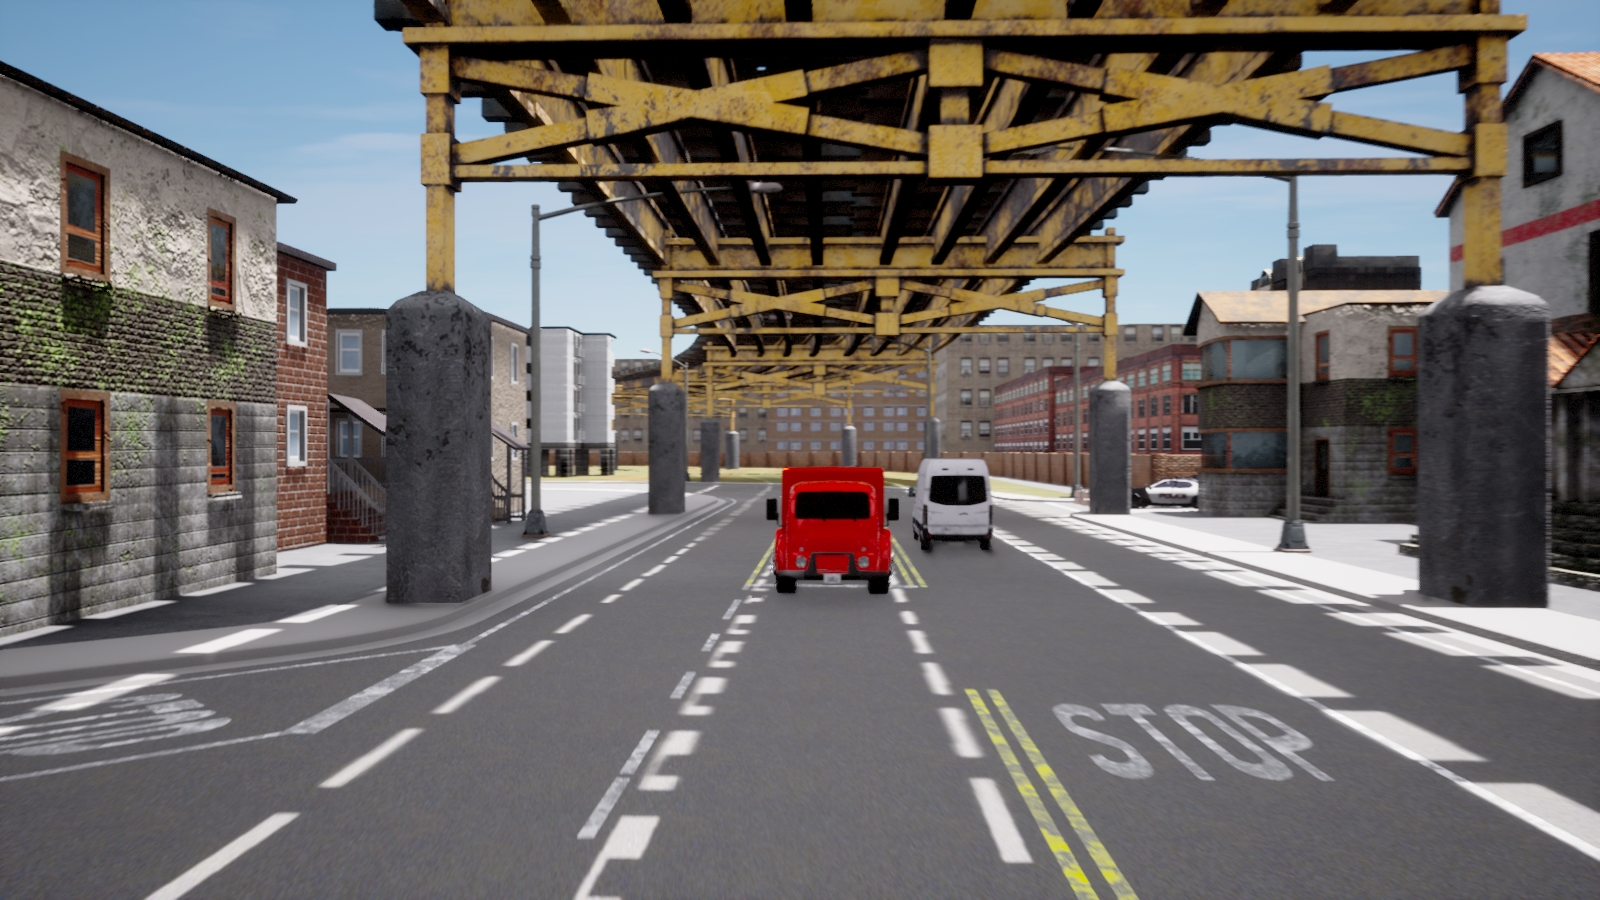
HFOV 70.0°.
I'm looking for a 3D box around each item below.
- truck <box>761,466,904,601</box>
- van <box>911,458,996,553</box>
[{"bbox_3d":[0.681,1.577,23.671,2.627,2.467,5.204,0,-1,2],"label":"truck"},{"bbox_3d":[4.463,1.533,34.080,1.988,2.561,5.915,0,0,3],"label":"van"}]
